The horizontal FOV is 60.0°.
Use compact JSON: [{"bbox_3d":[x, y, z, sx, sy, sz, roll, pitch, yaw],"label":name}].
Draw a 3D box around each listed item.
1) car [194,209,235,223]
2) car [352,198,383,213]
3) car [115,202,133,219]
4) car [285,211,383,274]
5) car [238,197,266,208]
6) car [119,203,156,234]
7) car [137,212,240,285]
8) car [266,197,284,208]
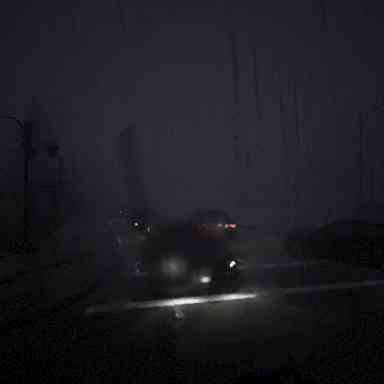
[{"bbox_3d":[0.852,1.593,17.524,2.033,1.411,5.357,0,0,-9],"label":"car"},{"bbox_3d":[15.877,1.482,28.897,1.970,1.475,3.806,0,0,-16],"label":"car"},{"bbox_3d":[-5.966,1.605,30.082,2.033,1.411,5.357,0,0,-16],"label":"car"},{"bbox_3d":[5.172,1.517,10.254,1.882,1.535,5.008,0,0,-33],"label":"car"},{"bbox_3d":[7.867,1.456,45.962,2.007,1.523,4.514,0,0,-16],"label":"car"},{"bbox_3d":[-2.942,1.591,19.889,2.033,1.411,5.357,0,0,-16],"label":"car"},{"bbox_3d":[-0.340,1.576,10.020,2.033,1.411,5.357,0,0,-14],"label":"car"},{"bbox_3d":[10.867,1.455,46.878,2.152,1.636,5.027,0,0,-16],"label":"car"}]
